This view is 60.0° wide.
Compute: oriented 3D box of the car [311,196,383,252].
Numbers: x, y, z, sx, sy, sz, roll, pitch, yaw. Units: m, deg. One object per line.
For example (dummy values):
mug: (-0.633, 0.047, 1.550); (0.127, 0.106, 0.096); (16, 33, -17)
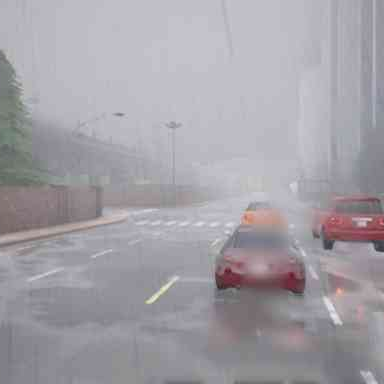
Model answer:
car: (6.441, 1.188, 14.047); (2.150, 2.045, 5.566); (0, 0, 13)

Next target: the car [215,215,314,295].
car: (1.761, 1.538, 8.804); (1.994, 1.385, 4.181); (0, 0, 11)

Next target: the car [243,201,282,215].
car: (3.951, 1.298, 18.625); (2.097, 1.767, 4.553); (0, 0, 13)
